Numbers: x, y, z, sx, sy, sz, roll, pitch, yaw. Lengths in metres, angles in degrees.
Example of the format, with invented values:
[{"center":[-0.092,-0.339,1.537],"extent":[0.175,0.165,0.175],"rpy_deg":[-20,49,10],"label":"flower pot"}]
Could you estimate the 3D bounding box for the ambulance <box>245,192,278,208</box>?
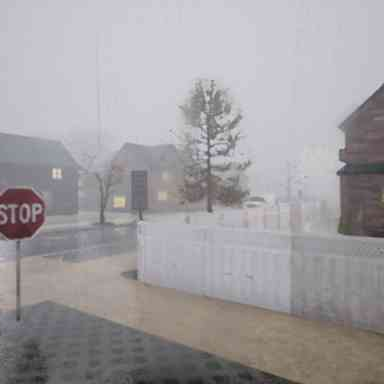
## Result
[{"center":[8.109,1.272,39.260],"extent":[2.351,2.431,6.366],"rpy_deg":[-1,-1,34],"label":"ambulance"}]
